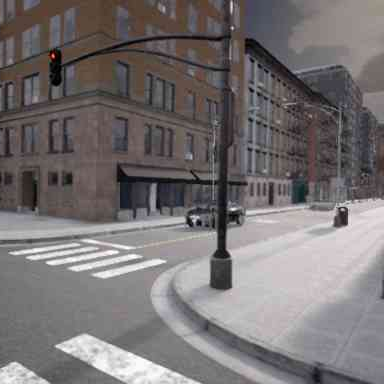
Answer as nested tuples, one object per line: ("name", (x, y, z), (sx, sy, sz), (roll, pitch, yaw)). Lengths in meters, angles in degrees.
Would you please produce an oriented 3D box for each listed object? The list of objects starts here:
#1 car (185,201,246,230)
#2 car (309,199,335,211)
("car", (1.535, 1.294, 19.896), (2.128, 1.511, 4.902), (2, 1, 35))
("car", (15.477, 1.497, 39.546), (1.895, 1.301, 4.718), (2, 1, 36))
